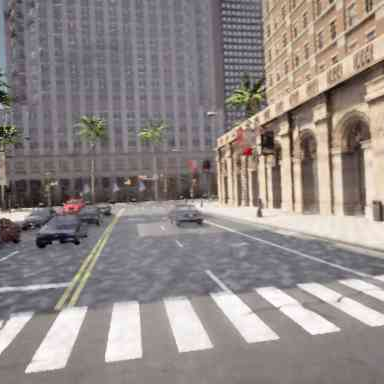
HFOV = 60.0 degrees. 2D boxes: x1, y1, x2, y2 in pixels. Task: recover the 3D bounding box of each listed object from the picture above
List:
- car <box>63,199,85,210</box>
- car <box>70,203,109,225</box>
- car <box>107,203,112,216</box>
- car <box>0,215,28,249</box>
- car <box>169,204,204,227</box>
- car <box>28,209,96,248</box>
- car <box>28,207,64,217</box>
[{"bbox_3d":[-14.290,1.952,40.737,2.150,2.045,5.566,-3,0,-10],"label":"car"},{"bbox_3d":[-8.431,1.983,27.694,2.033,1.411,5.357,-3,0,-10],"label":"car"},{"bbox_3d":[-10.434,2.036,39.035,2.128,1.511,4.902,-3,0,-10],"label":"car"},{"bbox_3d":[-9.893,2.019,16.341,1.812,1.442,4.674,-3,0,-11],"label":"car"},{"bbox_3d":[-0.529,1.599,23.864,2.033,1.411,5.357,-3,0,-11],"label":"car"},{"bbox_3d":[-6.526,1.880,17.338,2.033,1.411,5.357,-3,0,-11],"label":"car"},{"bbox_3d":[-11.682,2.093,26.002,1.837,1.490,4.892,-3,0,-10],"label":"car"}]
